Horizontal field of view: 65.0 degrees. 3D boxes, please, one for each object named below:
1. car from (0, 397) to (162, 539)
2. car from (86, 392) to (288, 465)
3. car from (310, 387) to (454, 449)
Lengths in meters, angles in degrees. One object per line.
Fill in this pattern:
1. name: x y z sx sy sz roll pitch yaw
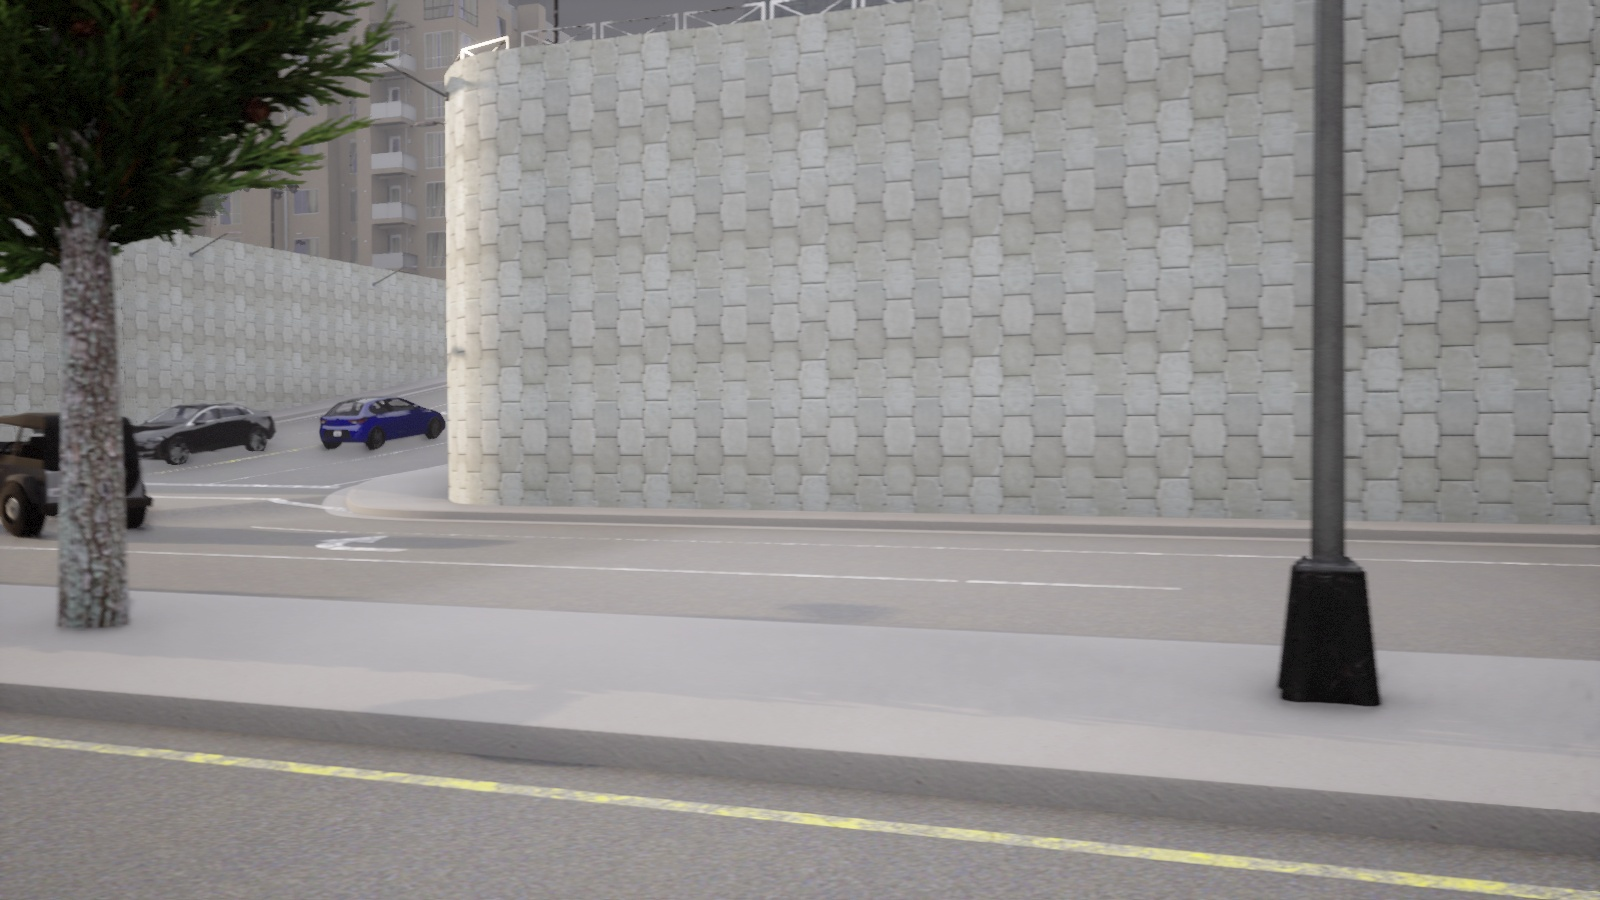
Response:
1. car: -12.286 0.185 20.135 3.866 1.878 1.905 5 4 32
2. car: -17.039 -0.678 35.228 2.128 1.511 4.902 1 7 20
3. car: -12.444 -1.017 37.673 1.816 1.474 4.193 1 7 20
